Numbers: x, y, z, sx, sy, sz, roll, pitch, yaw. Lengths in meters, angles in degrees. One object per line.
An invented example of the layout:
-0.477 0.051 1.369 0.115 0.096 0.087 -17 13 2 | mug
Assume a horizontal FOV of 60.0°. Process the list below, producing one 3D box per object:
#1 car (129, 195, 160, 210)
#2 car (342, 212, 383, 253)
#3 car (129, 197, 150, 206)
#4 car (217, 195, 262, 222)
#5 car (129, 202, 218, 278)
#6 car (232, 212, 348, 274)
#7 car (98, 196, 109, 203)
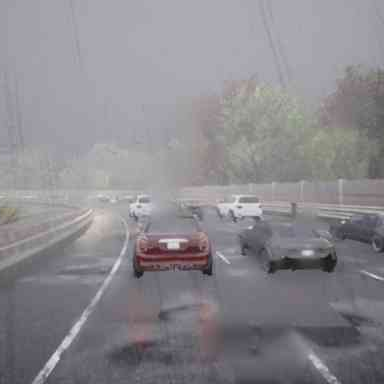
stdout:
-3.949 1.289 27.870 2.150 2.045 5.566 0 0 -16 | car
7.654 1.536 13.692 2.033 1.411 5.357 0 0 -3 | car
-9.097 1.647 57.193 1.837 1.490 4.892 0 -1 -30 | car
3.638 1.251 26.521 2.150 2.045 5.566 0 0 -13 | car
-0.672 1.374 10.496 2.097 1.767 4.553 0 0 -6 | car
2.820 1.570 10.698 1.994 1.385 4.181 0 0 -6 | car
-20.650 1.760 77.455 2.128 1.511 4.902 0 0 -25 | car
